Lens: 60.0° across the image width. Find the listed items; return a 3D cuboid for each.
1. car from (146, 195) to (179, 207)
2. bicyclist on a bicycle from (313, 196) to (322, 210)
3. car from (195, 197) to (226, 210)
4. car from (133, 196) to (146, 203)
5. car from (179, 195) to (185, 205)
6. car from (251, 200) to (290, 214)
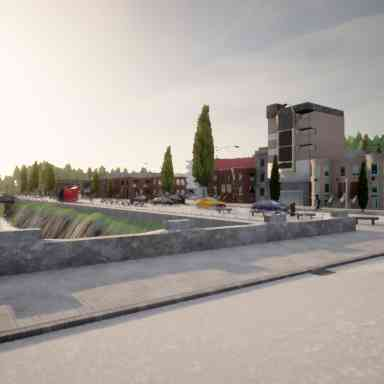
[{"bbox_3d":[-4.695,1.546,52.971,2.033,1.411,5.357,0,0,-35],"label":"car"},{"bbox_3d":[14.992,1.349,39.699,1.656,1.620,0.582,0,0,-35],"label":"bicyclist on a bicycle"},{"bbox_3d":[2.383,1.478,42.953,1.882,1.535,5.008,0,0,-35],"label":"car"},{"bbox_3d":[-10.693,1.526,68.586,1.812,1.442,4.674,0,0,-36],"label":"car"},{"bbox_3d":[-3.153,1.351,57.993,2.097,1.767,4.553,0,0,-36],"label":"car"},{"bbox_3d":[8.254,1.526,34.717,1.812,1.442,4.674,0,0,-36],"label":"car"}]
